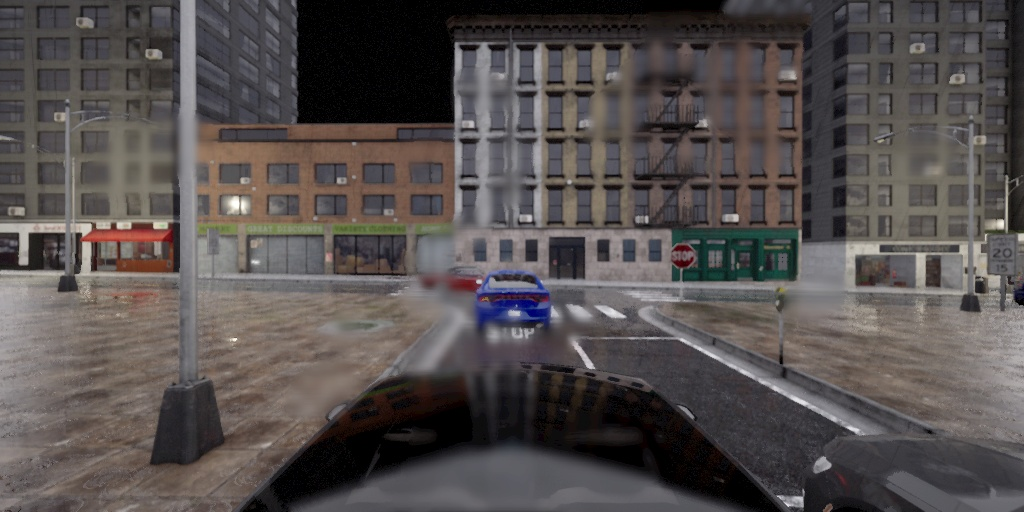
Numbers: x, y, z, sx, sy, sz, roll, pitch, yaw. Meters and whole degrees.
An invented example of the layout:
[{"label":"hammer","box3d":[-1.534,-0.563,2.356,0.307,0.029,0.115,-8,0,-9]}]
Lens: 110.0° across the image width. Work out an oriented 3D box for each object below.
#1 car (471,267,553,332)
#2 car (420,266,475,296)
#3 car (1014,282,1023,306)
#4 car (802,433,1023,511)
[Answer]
[{"label":"car","box3d":[-0.039,1.128,10.497,1.882,1.535,5.008,0,1,-3]},{"label":"car","box3d":[-1.699,1.159,16.621,4.718,1.301,1.895,1,0,0]},{"label":"car","box3d":[26.428,1.577,16.424,4.553,1.767,2.097,1,0,0]},{"label":"car","box3d":[2.634,1.315,0.436,2.007,1.370,4.403,0,0,0]}]
